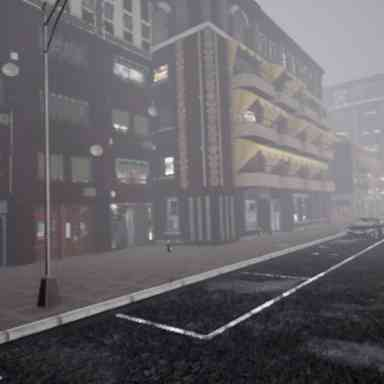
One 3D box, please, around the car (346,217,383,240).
[{"bbox_3d":[11.413,2.312,21.813,2.008,1.369,4.403,-5,-4,38],"label":"car"}]
